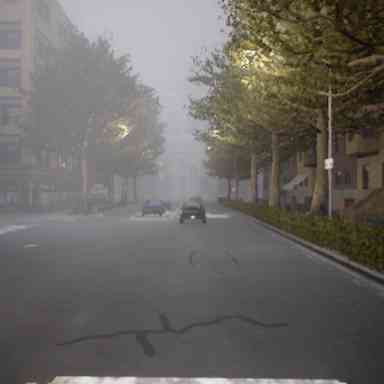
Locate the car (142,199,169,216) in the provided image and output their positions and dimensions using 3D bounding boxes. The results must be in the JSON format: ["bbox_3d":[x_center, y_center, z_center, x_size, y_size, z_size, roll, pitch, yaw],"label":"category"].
[{"bbox_3d":[-3.660,1.458,32.223,1.882,1.535,5.008,0,0,1],"label":"car"}]

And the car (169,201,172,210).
[{"bbox_3d":[-3.647,1.576,42.042,1.895,1.301,4.718,0,0,0],"label":"car"}]

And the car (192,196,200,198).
[{"bbox_3d":[0.801,1.486,65.977,1.812,1.442,4.674,0,0,12],"label":"car"}]

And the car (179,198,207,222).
[{"bbox_3d":[0.057,1.489,25.748,1.837,1.490,4.892,0,0,0],"label":"car"}]
